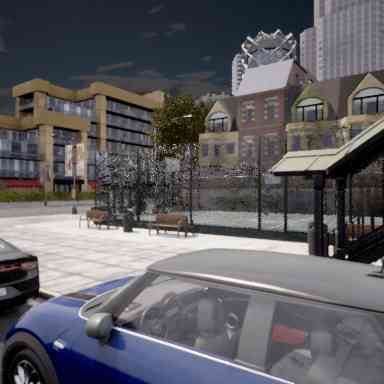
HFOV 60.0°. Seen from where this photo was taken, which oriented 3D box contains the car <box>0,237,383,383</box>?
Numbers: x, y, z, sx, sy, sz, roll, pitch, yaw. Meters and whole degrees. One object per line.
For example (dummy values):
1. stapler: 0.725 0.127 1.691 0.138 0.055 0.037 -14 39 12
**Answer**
1. car: 0.187 1.353 3.170 4.553 1.767 2.185 0 0 35
